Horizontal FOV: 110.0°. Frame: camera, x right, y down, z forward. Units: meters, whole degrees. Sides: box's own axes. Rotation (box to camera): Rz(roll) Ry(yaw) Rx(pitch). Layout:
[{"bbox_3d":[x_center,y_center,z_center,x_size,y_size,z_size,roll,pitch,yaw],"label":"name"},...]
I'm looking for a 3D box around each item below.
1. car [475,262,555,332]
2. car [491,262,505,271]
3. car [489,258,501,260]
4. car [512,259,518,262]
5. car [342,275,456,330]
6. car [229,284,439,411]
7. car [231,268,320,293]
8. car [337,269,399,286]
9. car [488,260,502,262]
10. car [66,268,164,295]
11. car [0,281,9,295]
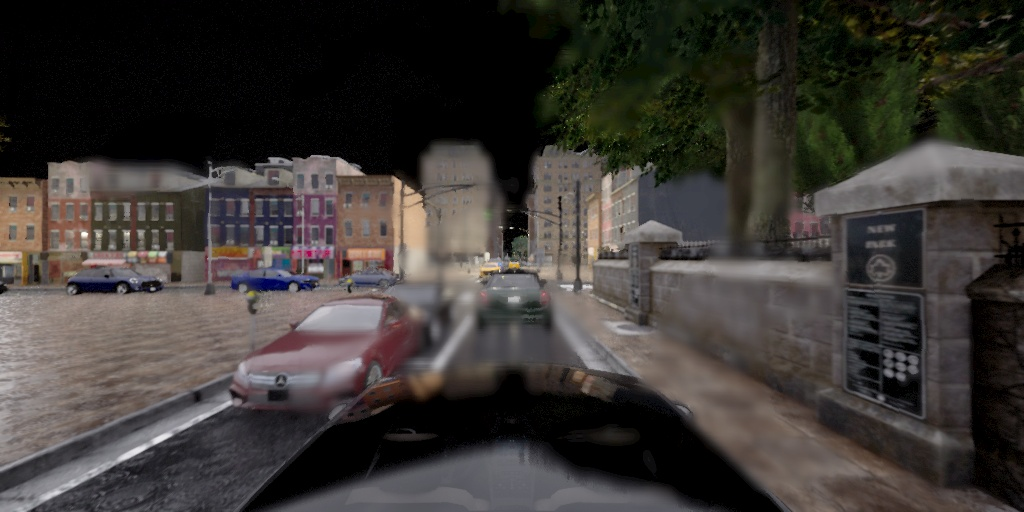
[{"bbox_3d":[0.085,1.176,11.298,2.097,1.767,4.553,0,0,0],"label":"car"},{"bbox_3d":[-2.288,1.732,58.976,2.033,1.411,5.357,0,0,0],"label":"car"},{"bbox_3d":[-2.299,1.326,48.284,2.150,2.045,5.566,0,0,0],"label":"car"},{"bbox_3d":[0.377,1.705,64.788,1.882,1.535,5.008,0,0,0],"label":"car"},{"bbox_3d":[-2.638,1.379,9.823,1.948,1.339,4.313,0,0,0],"label":"car"},{"bbox_3d":[-2.638,1.367,6.161,1.802,1.307,4.207,0,0,0],"label":"car"},{"bbox_3d":[-14.890,1.537,22.724,5.008,1.535,1.882,-1,0,0],"label":"car"},{"bbox_3d":[-10.020,1.589,25.353,4.181,1.385,1.994,-1,-1,4],"label":"car"},{"bbox_3d":[-2.279,1.504,38.095,1.882,1.535,5.008,0,0,1],"label":"car"},{"bbox_3d":[-24.967,1.542,22.691,4.553,1.767,2.097,-1,0,0],"label":"car"},{"bbox_3d":[-35.135,1.858,22.663,4.892,1.490,1.837,-1,0,0],"label":"car"}]
